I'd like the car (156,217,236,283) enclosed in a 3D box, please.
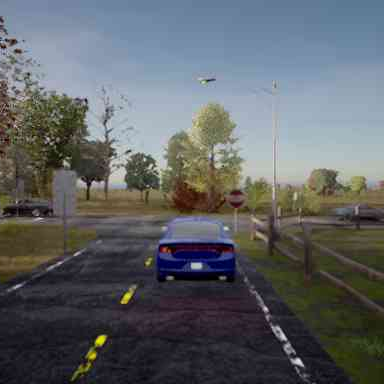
[{"bbox_3d":[0.099,1.453,9.631,1.882,1.535,5.008,0,0,0],"label":"car"}]

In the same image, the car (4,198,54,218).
[{"bbox_3d":[-13.582,1.242,27.040,4.892,1.490,1.837,1,0,2],"label":"car"}]

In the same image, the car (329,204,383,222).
[{"bbox_3d":[13.481,1.682,27.143,4.181,1.385,1.994,1,1,0],"label":"car"}]
